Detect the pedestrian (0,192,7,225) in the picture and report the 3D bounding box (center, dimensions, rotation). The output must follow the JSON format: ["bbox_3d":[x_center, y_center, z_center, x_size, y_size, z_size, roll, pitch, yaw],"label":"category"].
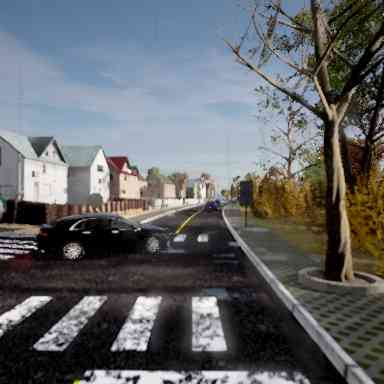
[{"bbox_3d":[-9.545,0.895,16.344,0.375,1.860,0.375,0,-4,0],"label":"pedestrian"}]

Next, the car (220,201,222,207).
[{"bbox_3d":[5.225,2.335,68.692,1.812,1.442,4.674,0,-1,8],"label":"car"}]

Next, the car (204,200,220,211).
[{"bbox_3d":[2.857,2.059,49.660,1.812,1.442,4.674,0,-1,6],"label":"car"}]

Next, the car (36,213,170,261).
[{"bbox_3d":[-3.203,1.585,12.576,4.892,1.490,1.837,1,2,-28],"label":"car"}]
